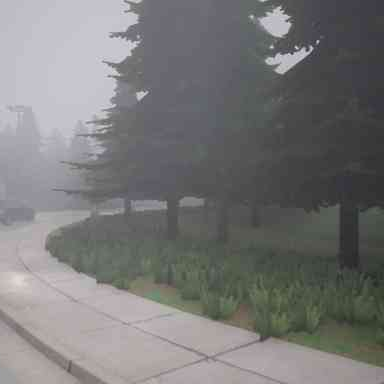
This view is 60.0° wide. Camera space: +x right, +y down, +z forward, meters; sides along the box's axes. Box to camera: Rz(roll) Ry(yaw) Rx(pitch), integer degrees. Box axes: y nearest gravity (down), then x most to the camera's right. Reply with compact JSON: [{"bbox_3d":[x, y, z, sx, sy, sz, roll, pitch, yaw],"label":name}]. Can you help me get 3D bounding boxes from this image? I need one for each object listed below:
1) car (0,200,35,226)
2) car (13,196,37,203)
[{"bbox_3d":[-13.003,1.364,23.494,2.097,1.767,4.553,0,0,0],"label":"car"},{"bbox_3d":[-37.199,1.558,74.313,2.033,1.411,5.357,0,0,11],"label":"car"}]
